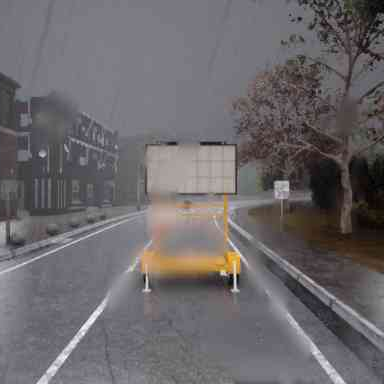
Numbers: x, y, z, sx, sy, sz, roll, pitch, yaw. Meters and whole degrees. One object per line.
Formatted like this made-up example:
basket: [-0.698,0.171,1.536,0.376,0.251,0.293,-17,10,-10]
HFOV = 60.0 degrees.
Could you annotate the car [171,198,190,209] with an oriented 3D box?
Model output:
car: [-1.473,1.493,44.308,2.128,1.511,4.902,0,0,10]

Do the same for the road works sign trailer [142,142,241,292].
road works sign trailer: [-0.021,0.467,8.899,2.380,3.560,2.880,0,0,0]
